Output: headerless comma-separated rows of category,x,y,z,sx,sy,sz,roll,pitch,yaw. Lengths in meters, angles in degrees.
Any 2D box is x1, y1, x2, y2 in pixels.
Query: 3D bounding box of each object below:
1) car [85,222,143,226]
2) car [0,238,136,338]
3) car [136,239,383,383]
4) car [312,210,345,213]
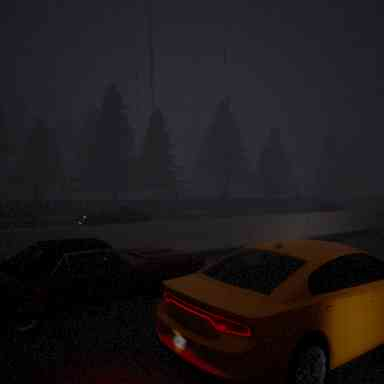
car,-5.128,1.601,21.828,4.718,1.301,1.895,0,0,-35
car,-1.989,1.601,6.622,4.718,1.301,1.895,0,0,-36
car,1.875,1.478,5.077,5.008,1.535,1.882,0,0,-36
car,11.762,1.566,29.563,4.181,1.385,1.994,0,0,-35
